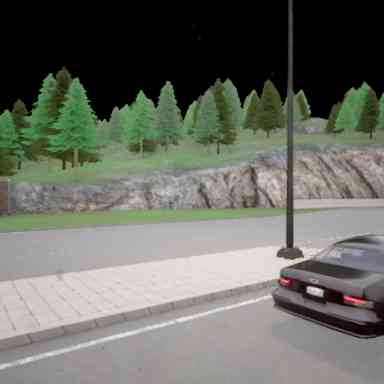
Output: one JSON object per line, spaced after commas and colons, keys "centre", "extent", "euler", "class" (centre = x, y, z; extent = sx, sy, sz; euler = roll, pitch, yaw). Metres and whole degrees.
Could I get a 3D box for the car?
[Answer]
{"centre": [3.923, 1.581, 6.543], "extent": [5.357, 1.411, 2.033], "euler": [0, 0, -35], "class": "car"}
